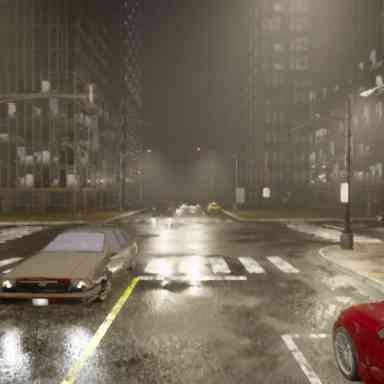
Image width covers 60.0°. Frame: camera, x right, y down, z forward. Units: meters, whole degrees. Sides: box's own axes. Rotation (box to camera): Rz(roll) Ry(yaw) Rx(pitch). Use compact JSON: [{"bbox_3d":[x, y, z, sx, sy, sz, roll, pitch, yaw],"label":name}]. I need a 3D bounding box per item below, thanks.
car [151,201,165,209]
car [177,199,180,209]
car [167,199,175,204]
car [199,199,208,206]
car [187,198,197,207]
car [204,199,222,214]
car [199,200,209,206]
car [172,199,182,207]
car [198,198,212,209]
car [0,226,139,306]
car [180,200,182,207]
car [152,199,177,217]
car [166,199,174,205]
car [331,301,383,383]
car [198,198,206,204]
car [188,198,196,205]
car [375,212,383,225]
[{"bbox_3d":[-5.849,2.264,57.904,1.947,1.339,4.313,-1,-1,0],"label":"car"},{"bbox_3d":[-3.099,2.037,45.955,1.882,1.535,5.008,0,-1,0],"label":"car"},{"bbox_3d":[-5.683,2.649,91.944,1.947,1.339,4.313,-1,-1,0],"label":"car"},{"bbox_3d":[2.666,2.507,80.537,2.008,1.369,4.403,-1,-1,0],"label":"car"},{"bbox_3d":[-0.011,2.414,68.197,1.895,1.301,4.718,0,-1,0],"label":"car"},{"bbox_3d":[2.800,2.042,42.276,1.752,1.417,4.829,-1,-1,0],"label":"car"},{"bbox_3d":[2.667,2.457,74.864,1.947,1.339,4.313,-1,-1,0],"label":"car"},{"bbox_3d":[-3.011,2.294,68.401,1.882,1.535,5.008,0,-1,0],"label":"car"},{"bbox_3d":[2.704,2.007,57.358,2.192,1.841,5.009,-1,-1,0],"label":"car"},{"bbox_3d":[-2.686,1.650,8.739,2.033,1.411,5.357,0,-1,2],"label":"car"},{"bbox_3d":[-3.070,2.286,56.792,1.895,1.301,4.718,0,-1,1],"label":"car"},{"bbox_3d":[-3.119,1.801,36.644,2.097,1.767,4.553,0,-1,1],"label":"car"},{"bbox_3d":[-5.682,2.602,86.271,1.802,1.307,4.206,-1,-1,0],"label":"car"},{"bbox_3d":[2.677,1.618,2.740,1.802,1.307,4.206,-1,-1,0],"label":"car"},{"bbox_3d":[2.662,2.523,91.887,1.967,1.590,4.097,-1,-1,0],"label":"car"},{"bbox_3d":[-0.012,2.239,78.174,1.882,1.535,5.008,0,-1,0],"label":"car"},{"bbox_3d":[15.646,1.666,23.794,4.892,1.490,1.837,0,0,-5],"label":"car"}]
